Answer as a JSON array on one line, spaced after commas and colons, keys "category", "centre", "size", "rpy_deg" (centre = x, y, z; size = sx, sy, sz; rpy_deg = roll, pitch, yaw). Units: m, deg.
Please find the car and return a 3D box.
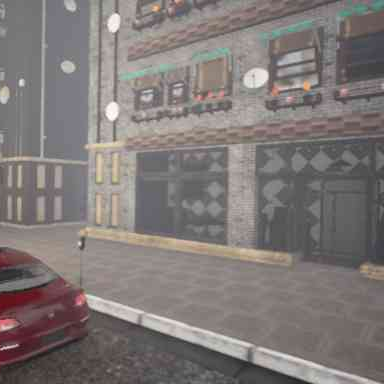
[{"category": "car", "centre": [-3.298, 1.518, 5.074], "size": [4.206, 1.307, 1.802], "rpy_deg": [1, 1, 36]}]
